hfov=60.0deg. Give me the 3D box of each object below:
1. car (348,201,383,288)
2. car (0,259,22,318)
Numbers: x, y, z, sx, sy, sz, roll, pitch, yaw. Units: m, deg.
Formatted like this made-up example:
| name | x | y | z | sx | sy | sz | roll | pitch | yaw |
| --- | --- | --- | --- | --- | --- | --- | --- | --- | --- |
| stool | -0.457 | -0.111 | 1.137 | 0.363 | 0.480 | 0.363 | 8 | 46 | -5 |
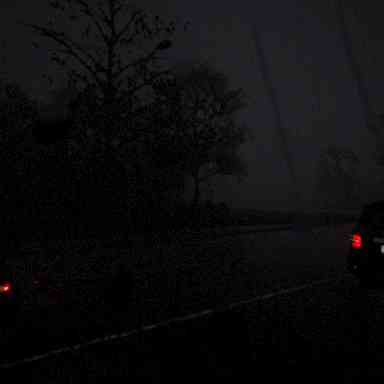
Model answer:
| name | x | y | z | sx | sy | sz | roll | pitch | yaw |
| --- | --- | --- | --- | --- | --- | --- | --- | --- | --- |
| car | 6.006 | 1.206 | 7.946 | 5.566 | 2.045 | 2.150 | 0 | 0 | -35 |
| car | -5.343 | 1.550 | 4.461 | 5.357 | 1.411 | 2.033 | 0 | 0 | -36 |
